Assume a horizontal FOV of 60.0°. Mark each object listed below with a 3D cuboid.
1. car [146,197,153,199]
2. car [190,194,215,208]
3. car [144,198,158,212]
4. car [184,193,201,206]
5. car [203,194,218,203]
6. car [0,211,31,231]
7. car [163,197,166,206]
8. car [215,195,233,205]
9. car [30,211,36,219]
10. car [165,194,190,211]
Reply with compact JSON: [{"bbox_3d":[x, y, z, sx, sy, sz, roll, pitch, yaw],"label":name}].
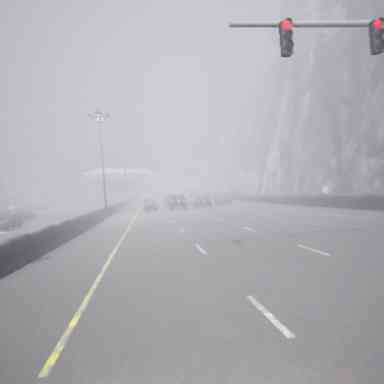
[{"bbox_3d":[-7.163,1.722,56.780,2.097,1.767,4.553,-4,1,-7],"label":"car"},{"bbox_3d":[1.323,1.205,45.666,2.097,1.767,4.553,-4,1,-7],"label":"car"},{"bbox_3d":[-5.730,1.979,46.695,1.895,1.301,4.718,-4,1,-7],"label":"car"},{"bbox_3d":[0.028,1.195,55.589,2.097,1.767,4.553,-4,1,-7],"label":"car"},{"bbox_3d":[3.210,1.095,58.275,1.812,1.442,4.674,-4,1,-7],"label":"car"},{"bbox_3d":[-18.184,2.978,32.723,2.033,1.411,5.357,-4,0,-7],"label":"car"},{"bbox_3d":[-3.449,1.331,55.182,2.150,2.045,5.566,-4,1,-7],"label":"car"},{"bbox_3d":[4.482,1.187,48.645,1.895,1.301,4.718,-4,1,-7],"label":"car"},{"bbox_3d":[-23.329,3.320,45.921,1.895,1.301,4.718,-4,1,-7],"label":"car"},{"bbox_3d":[-2.001,1.333,44.876,2.150,2.045,5.566,-4,1,-7],"label":"car"}]
